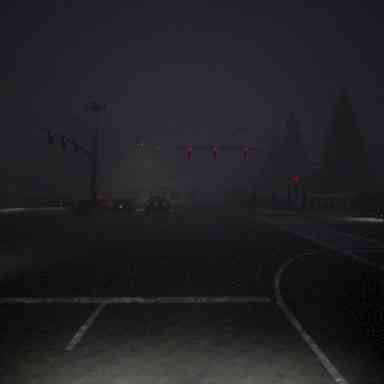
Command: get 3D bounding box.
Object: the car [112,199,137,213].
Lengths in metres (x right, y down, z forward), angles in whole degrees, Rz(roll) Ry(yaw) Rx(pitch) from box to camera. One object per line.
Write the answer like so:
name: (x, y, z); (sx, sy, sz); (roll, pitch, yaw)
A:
car: (-6.899, 1.386, 34.284); (1.994, 1.385, 4.181); (0, 0, 0)

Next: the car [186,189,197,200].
car: (-0.099, 0.434, 69.620); (2.150, 2.045, 5.566); (0, 4, 0)

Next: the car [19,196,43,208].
car: (-21.081, 1.261, 44.239); (2.128, 1.511, 4.902); (0, 0, 0)

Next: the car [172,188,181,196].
car: (-3.656, -0.067, 80.058); (1.895, 1.301, 4.718); (0, 7, 0)

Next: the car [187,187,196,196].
car: (-0.156, -0.118, 80.040); (2.033, 1.411, 5.357); (0, 7, 0)

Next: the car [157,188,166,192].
car: (-7.101, 0.662, 69.983); (1.882, 1.535, 5.008); (0, 4, 0)

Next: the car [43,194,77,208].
car: (-17.581, 1.121, 44.619); (2.097, 1.767, 4.553); (0, 0, 0)

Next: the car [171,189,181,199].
car: (-3.601, 0.541, 69.965); (2.097, 1.767, 4.553); (0, 4, 0)

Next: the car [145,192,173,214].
car: (-3.398, 1.179, 33.322); (2.097, 1.767, 4.553); (0, 0, 0)

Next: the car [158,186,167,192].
car: (-7.156, -0.434, 79.994); (2.150, 2.045, 5.566); (0, 7, 0)

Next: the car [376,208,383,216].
car: (17.303, 1.413, 25.675); (5.357, 1.411, 2.033); (0, 0, 0)

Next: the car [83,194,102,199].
car: (-17.580, 1.151, 60.212); (1.812, 1.442, 4.674); (0, 1, 0)

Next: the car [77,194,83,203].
car: (-21.076, 1.148, 60.307); (1.812, 1.442, 4.674); (0, 1, 0)
